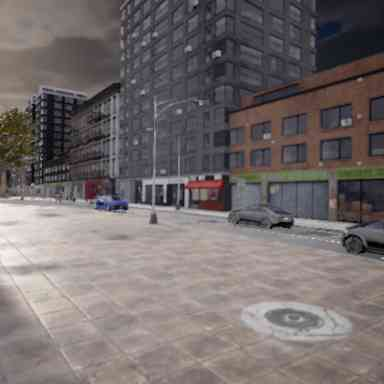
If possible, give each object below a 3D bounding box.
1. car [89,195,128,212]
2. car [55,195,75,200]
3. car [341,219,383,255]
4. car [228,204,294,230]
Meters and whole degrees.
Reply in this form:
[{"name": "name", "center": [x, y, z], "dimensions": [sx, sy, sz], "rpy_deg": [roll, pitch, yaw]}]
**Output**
[{"name": "car", "center": [-7.800, 1.054, 31.801], "dimensions": [1.882, 1.535, 5.008], "rpy_deg": [1, 0, -36]}, {"name": "car", "center": [-17.108, 0.599, 44.736], "dimensions": [1.994, 1.385, 4.181], "rpy_deg": [1, 0, -36]}, {"name": "car", "center": [7.271, 1.574, 11.104], "dimensions": [1.994, 1.385, 4.181], "rpy_deg": [1, 1, -36]}, {"name": "car", "center": [4.145, 1.447, 20.403], "dimensions": [1.994, 1.385, 4.181], "rpy_deg": [1, 0, -36]}]
